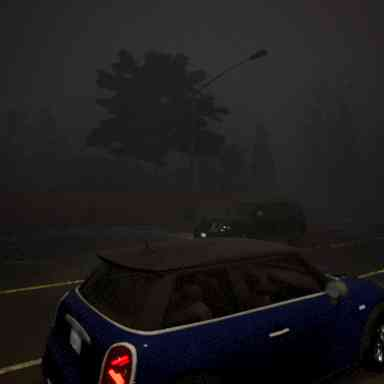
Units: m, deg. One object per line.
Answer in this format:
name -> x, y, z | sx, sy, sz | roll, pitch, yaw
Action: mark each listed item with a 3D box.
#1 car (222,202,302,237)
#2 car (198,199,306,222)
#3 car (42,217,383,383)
car -> 4.247, 1.528, 19.912 | 4.553, 1.767, 2.097 | 1, 0, -35
car -> 2.702, 1.345, 14.514 | 5.566, 2.045, 2.150 | 1, 0, -35
car -> 0.682, 1.386, 4.231 | 4.553, 1.767, 2.097 | 1, 0, -35
